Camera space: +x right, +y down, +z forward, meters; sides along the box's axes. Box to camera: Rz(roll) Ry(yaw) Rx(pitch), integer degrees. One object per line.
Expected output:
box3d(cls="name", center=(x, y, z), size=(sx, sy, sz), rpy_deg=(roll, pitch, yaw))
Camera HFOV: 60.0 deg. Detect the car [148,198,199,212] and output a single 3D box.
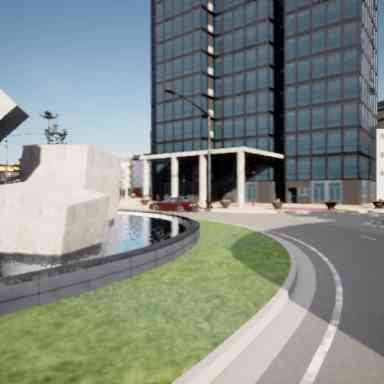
box3d(cls="car", center=(-1.888, 1.306, 34.202), size=(5.357, 1.411, 2.033), rpy_deg=(0, 0, 30))
